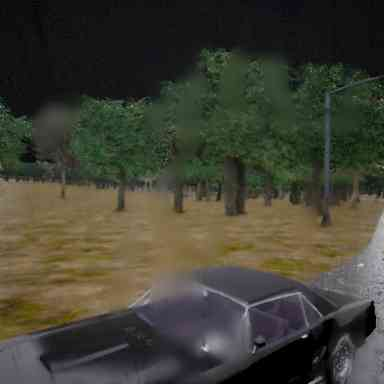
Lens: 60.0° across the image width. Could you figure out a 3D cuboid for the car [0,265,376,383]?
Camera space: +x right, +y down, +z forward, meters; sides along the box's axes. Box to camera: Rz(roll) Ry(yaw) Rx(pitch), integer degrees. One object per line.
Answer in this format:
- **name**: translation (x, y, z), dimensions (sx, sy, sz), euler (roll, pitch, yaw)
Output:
- **car**: translation (0.182, 1.650, 3.751), dimensions (4.718, 1.301, 1.895), euler (1, -1, -40)
